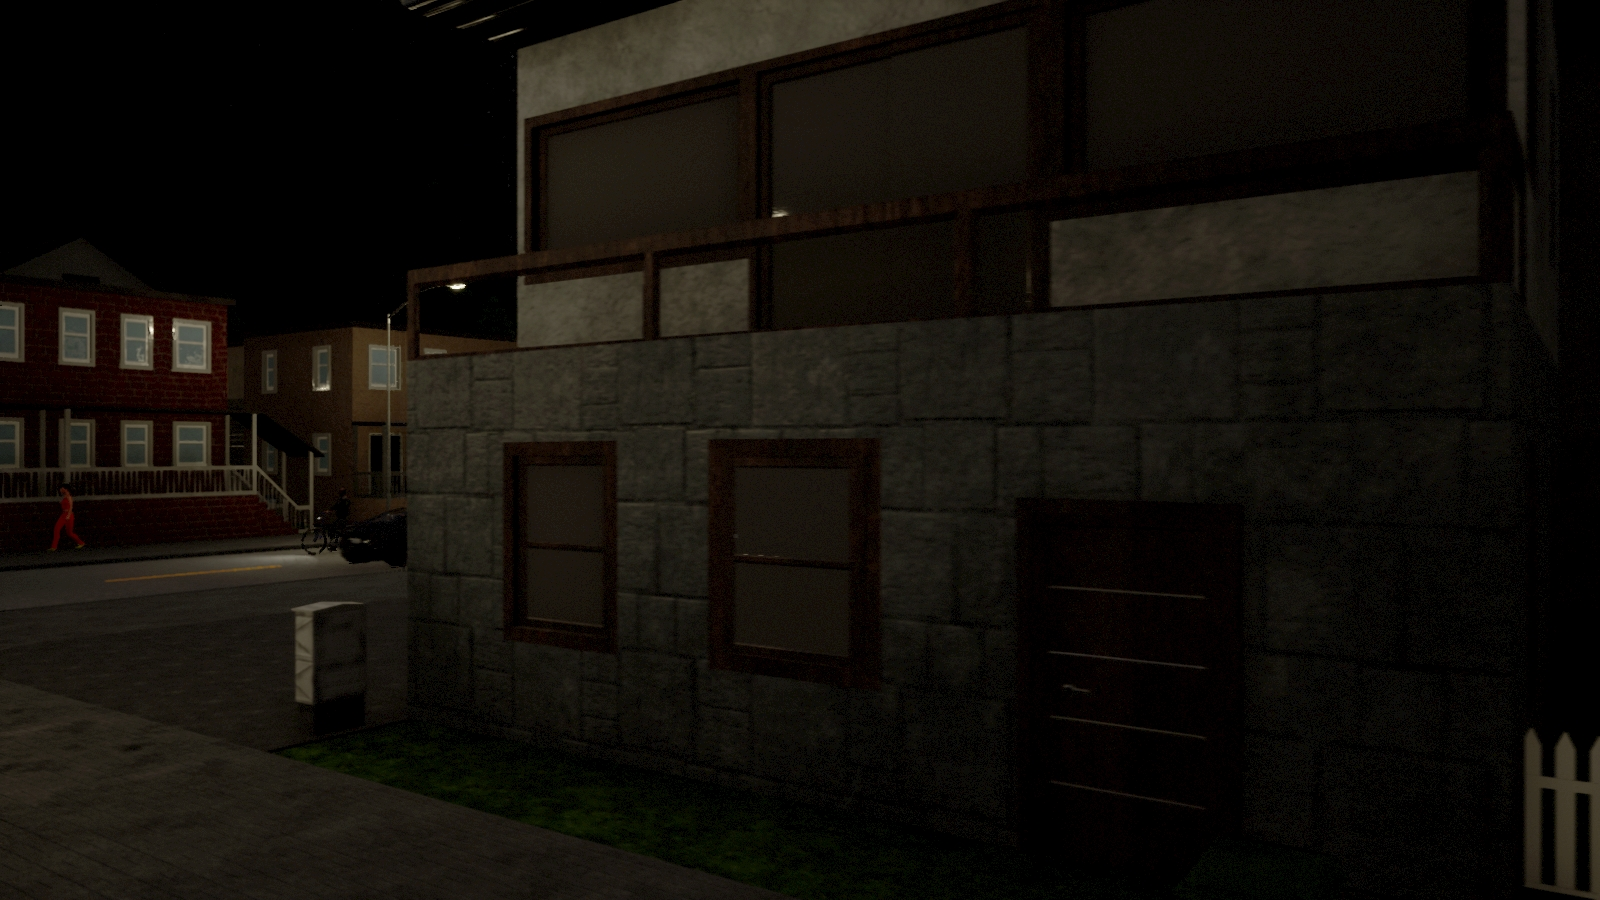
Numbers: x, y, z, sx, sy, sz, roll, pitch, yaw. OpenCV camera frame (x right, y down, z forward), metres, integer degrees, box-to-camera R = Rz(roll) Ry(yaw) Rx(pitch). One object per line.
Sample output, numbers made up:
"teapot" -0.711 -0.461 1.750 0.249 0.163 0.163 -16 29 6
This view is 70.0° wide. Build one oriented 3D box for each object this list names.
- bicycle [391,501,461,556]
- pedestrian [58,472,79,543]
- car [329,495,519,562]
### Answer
"bicycle" -9.363 1.943 28.663 0.329 1.271 1.835 0 0 35
"pedestrian" -19.526 1.520 30.504 0.375 1.860 0.375 0 0 37
"car" -9.374 1.902 28.764 1.994 1.385 4.181 0 0 35
